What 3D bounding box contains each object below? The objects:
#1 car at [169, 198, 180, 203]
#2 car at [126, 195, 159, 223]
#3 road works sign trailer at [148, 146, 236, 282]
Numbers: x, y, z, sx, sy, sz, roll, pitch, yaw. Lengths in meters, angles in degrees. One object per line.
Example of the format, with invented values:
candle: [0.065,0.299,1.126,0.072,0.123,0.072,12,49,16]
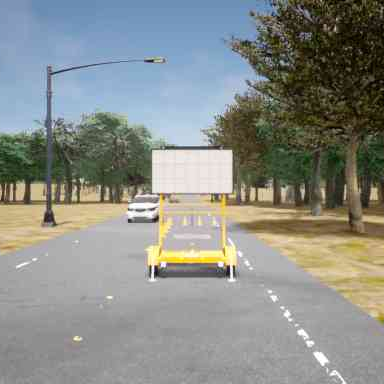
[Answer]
car: [-3.525,1.875,66.306,1.994,1.385,4.181,0,-1,1]
car: [-3.598,1.241,25.882,2.150,2.045,5.566,0,0,0]
road works sign trailer: [0.008,0.468,9.784,2.380,3.560,2.880,0,0,0]
